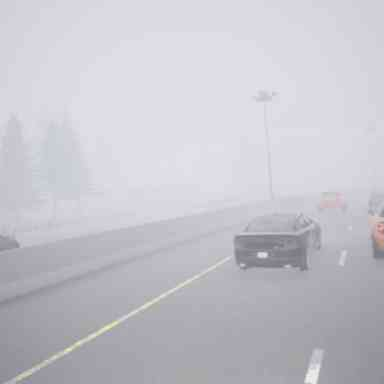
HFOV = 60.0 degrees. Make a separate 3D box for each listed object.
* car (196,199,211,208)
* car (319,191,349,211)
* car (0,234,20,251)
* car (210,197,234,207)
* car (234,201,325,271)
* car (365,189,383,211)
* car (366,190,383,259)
[{"bbox_3d":[2.819,1.786,52.719,2.033,1.411,5.357,-5,-1,39],"label":"car"},{"bbox_3d":[12.120,0.666,28.412,2.097,1.767,4.553,-4,-1,29],"label":"car"},{"bbox_3d":[-8.563,2.225,11.583,1.837,1.490,4.892,-4,0,27],"label":"car"},{"bbox_3d":[5.515,1.109,50.542,2.128,1.511,4.902,-5,-1,39],"label":"car"},{"bbox_3d":[2.868,1.343,10.497,1.882,1.535,5.008,-4,0,27],"label":"car"},{"bbox_3d":[15.403,0.554,27.124,2.128,1.511,4.902,-5,0,29],"label":"car"},{"bbox_3d":[6.831,0.923,10.599,2.097,1.767,4.553,-4,-1,27],"label":"car"}]
